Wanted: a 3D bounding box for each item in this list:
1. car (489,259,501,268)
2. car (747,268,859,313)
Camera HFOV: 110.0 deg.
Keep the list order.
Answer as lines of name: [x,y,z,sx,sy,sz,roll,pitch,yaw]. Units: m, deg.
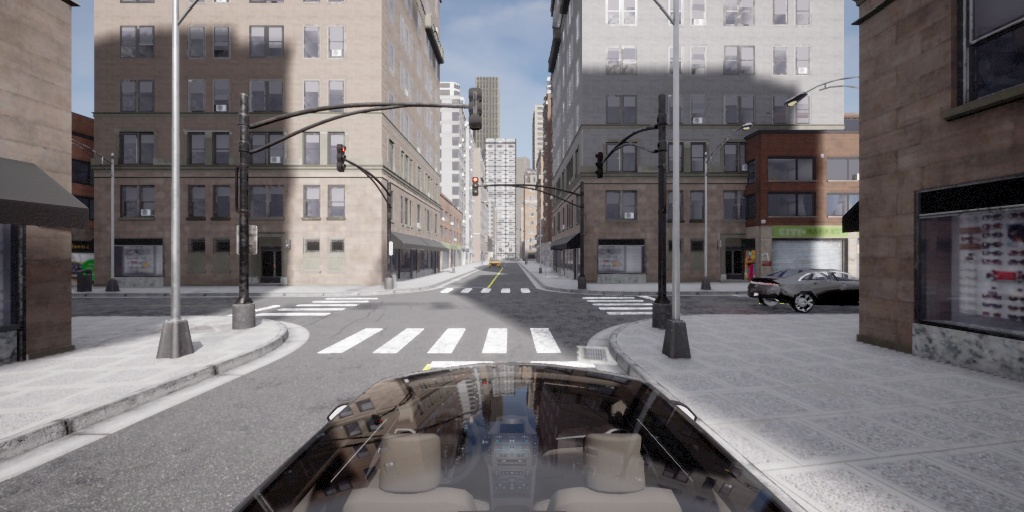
car: [-2.998,1.208,62.908,1.882,1.535,5.008,0,0,0]
car: [11.427,1.209,13.225,4.902,1.511,2.128,0,0,0]
